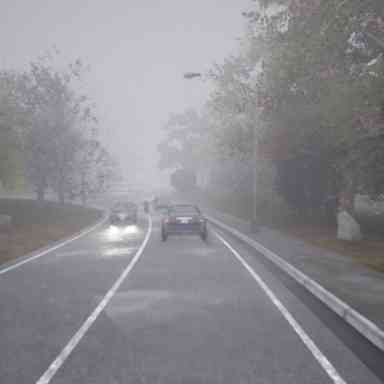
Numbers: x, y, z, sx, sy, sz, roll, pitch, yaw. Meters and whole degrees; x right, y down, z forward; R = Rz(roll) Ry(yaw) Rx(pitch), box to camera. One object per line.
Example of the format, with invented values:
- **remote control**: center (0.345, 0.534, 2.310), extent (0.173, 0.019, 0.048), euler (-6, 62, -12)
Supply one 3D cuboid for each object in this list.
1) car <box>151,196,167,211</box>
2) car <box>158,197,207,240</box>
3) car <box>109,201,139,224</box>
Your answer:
- **car**: center (-3.246, 1.142, 35.459), extent (2.033, 1.411, 5.357), euler (-1, 3, -12)
- **car**: center (-0.507, 1.316, 16.986), extent (2.097, 1.767, 4.553), euler (0, 0, -5)
- **car**: center (-4.950, 1.439, 24.673), extent (2.128, 1.511, 4.902), euler (-1, 1, -7)
